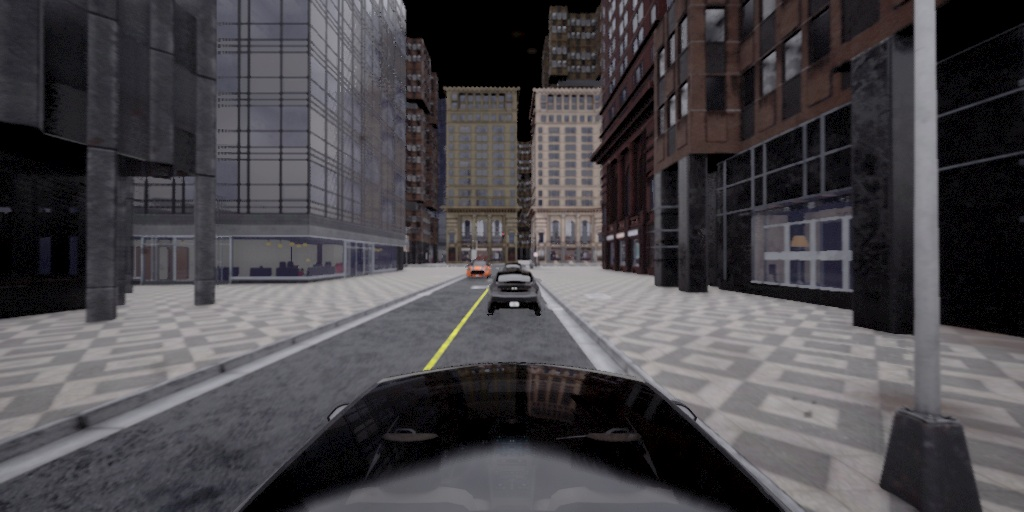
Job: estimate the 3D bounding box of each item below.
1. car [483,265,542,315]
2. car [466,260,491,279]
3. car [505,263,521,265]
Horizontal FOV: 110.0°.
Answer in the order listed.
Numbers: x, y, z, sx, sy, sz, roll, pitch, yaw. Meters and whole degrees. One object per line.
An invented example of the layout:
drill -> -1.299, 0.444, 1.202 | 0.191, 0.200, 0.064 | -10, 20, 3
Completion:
car -> 0.084, 1.285, 13.840 | 1.837, 1.490, 4.892 | 0, 0, 0
car -> -3.098, 1.190, 34.357 | 2.097, 1.767, 4.553 | 0, 0, 0
car -> 0.086, 1.328, 29.710 | 1.837, 1.490, 4.892 | 0, 0, 0
